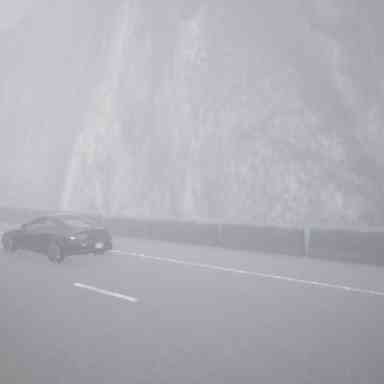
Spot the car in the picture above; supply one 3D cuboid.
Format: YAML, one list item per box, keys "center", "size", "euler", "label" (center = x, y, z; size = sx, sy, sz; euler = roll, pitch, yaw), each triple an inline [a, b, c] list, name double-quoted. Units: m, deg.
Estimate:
- center: [-4.751, 1.473, 11.677]
  size: [4.674, 1.442, 1.812]
  euler: [1, 0, 36]
  label: "car"
